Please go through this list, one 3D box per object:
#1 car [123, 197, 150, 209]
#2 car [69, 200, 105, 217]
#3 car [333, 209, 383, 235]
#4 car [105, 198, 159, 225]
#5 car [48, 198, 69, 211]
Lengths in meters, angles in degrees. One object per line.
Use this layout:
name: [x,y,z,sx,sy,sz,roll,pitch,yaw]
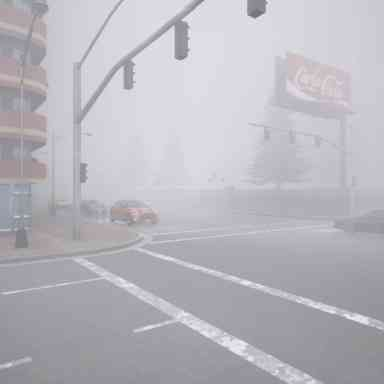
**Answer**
car: [-7.970,1.526,47.361,1.812,1.442,4.674,0,0,-36]
car: [-9.567,1.491,31.318,2.128,1.511,4.902,0,0,-36]
car: [9.942,1.547,16.643,2.033,1.411,5.357,0,0,-36]
car: [-4.234,1.352,23.949,2.097,1.767,4.553,0,0,-36]
car: [-15.952,1.478,40.159,1.882,1.535,5.008,0,0,-36]
